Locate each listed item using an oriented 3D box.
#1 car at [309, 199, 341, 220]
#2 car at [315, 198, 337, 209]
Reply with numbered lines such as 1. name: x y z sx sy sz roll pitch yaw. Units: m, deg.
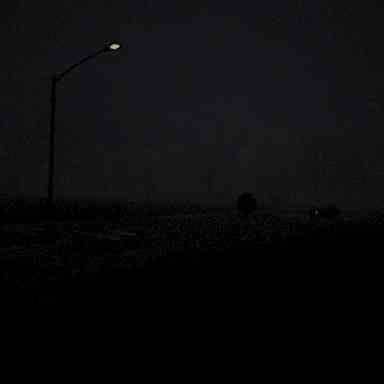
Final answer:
1. car: 13.050 1.777 32.490 1.882 1.535 5.008 2 1 40
2. car: 21.800 1.890 54.001 1.882 1.535 5.008 2 2 40
